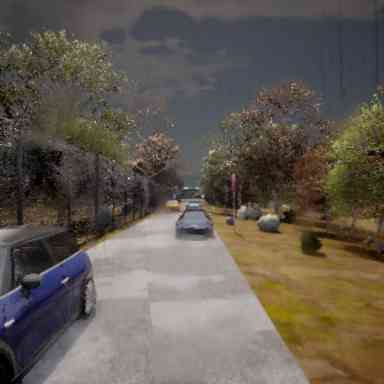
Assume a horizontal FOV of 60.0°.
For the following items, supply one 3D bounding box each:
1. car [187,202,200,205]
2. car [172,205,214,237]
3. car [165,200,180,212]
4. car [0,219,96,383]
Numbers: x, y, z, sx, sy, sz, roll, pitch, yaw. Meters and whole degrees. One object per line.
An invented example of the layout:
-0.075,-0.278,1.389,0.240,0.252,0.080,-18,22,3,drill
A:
0.212,1.810,35.911,1.812,1.442,4.674,0,-1,0,car
0.141,1.635,18.351,1.994,1.385,4.181,0,0,0,car
-2.650,1.902,45.654,1.882,1.535,5.008,0,-1,1,car
-2.847,1.353,4.318,2.097,1.767,4.553,0,0,0,car
